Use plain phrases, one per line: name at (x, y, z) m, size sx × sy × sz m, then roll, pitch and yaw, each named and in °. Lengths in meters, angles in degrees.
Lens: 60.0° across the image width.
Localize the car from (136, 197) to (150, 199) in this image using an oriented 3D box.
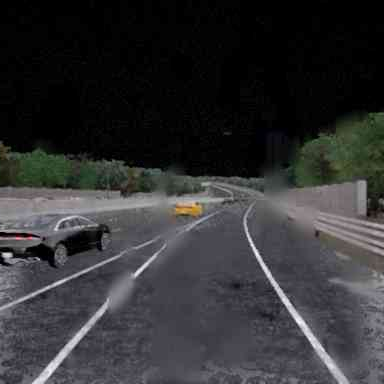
car at (-11.450, 1.931, 83.477) m, size 2.033 × 1.411 × 5.357 m, roll 0°, pitch -1°, yaw 11°

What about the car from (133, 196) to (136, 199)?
car at (-14.877, 1.873, 84.182) m, size 1.837 × 1.490 × 4.892 m, roll 0°, pitch -1°, yaw 11°

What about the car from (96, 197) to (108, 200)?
car at (-17.932, 1.802, 68.869) m, size 2.033 × 1.411 × 5.357 m, roll 0°, pitch 0°, yaw 11°

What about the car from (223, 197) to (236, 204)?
car at (8.031, 1.959, 73.786) m, size 1.837 × 1.490 × 4.892 m, roll 0°, pitch -1°, yaw 11°

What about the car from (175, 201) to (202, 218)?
car at (-0.280, 1.608, 32.119) m, size 1.882 × 1.535 × 5.008 m, roll 0°, pitch 0°, yaw 11°

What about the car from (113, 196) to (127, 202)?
car at (-18.318, 1.860, 84.829) m, size 1.837 × 1.490 × 4.892 m, roll 0°, pitch -1°, yaw 11°

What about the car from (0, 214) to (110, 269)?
car at (-4.440, 1.478, 11.259) m, size 2.128 × 1.511 × 4.902 m, roll 0°, pitch 0°, yaw 11°

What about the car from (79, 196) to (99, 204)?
car at (-21.387, 1.722, 69.435) m, size 1.882 × 1.535 × 5.008 m, roll 0°, pitch 0°, yaw 11°

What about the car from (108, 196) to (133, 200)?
car at (-14.499, 1.818, 68.187) m, size 2.033 × 1.411 × 5.357 m, roll 0°, pitch 0°, yaw 11°

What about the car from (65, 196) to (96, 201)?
car at (-17.644, 1.684, 52.692) m, size 1.812 × 1.442 × 4.674 m, roll 0°, pitch 0°, yaw 12°

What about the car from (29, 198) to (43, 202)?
car at (-24.526, 1.650, 53.931) m, size 1.812 × 1.442 × 4.674 m, roll 0°, pitch 0°, yaw 12°

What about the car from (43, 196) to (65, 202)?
car at (-21.068, 1.494, 53.405) m, size 2.097 × 1.767 × 4.553 m, roll 0°, pitch 0°, yaw 12°
